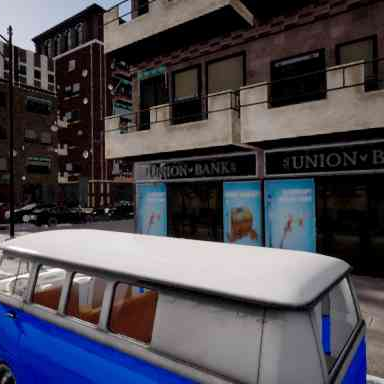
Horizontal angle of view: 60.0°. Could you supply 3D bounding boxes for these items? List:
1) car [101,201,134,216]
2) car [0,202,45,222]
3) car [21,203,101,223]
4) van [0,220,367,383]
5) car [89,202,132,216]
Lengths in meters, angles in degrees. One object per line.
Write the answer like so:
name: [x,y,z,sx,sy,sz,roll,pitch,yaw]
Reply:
car: [-6.919,1.675,34.563,2.128,1.511,4.902,-1,-1,36]
car: [-12.462,1.636,26.961,1.837,1.490,4.892,-1,-1,36]
car: [-8.668,1.584,22.338,1.947,1.339,4.313,-2,-1,36]
van: [-0.491,1.342,3.200,3.998,1.788,1.690,0,-1,35]
car: [-8.799,1.799,36.389,1.947,1.339,4.313,-2,-1,36]
